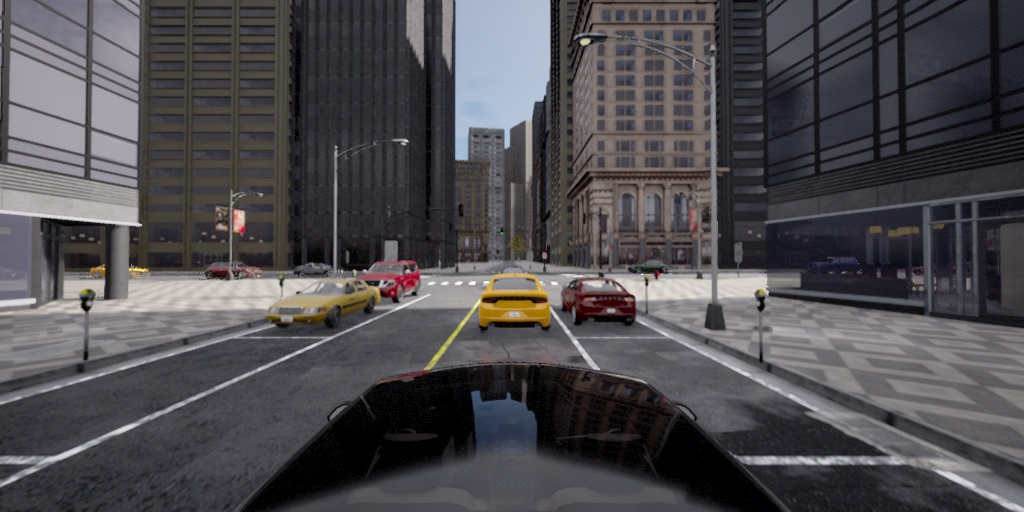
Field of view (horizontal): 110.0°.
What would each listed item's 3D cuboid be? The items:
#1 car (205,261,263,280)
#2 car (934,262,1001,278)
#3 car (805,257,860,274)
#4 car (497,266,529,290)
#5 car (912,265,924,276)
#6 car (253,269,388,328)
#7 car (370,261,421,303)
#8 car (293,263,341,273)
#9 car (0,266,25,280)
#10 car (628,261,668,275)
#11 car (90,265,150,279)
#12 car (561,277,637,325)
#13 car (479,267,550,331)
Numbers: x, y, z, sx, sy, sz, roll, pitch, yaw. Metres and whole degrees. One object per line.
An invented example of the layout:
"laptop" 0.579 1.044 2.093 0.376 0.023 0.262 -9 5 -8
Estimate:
"car" -26.623 1.371 34.485 4.553 1.767 2.097 0 -1 0
"car" 44.224 1.303 34.542 4.902 1.511 2.128 0 -1 1
"car" 39.616 1.181 44.421 5.566 2.045 2.150 0 -1 0
"car" 0.069 1.446 25.231 2.033 1.411 5.357 0 0 0
"car" 45.055 1.457 37.782 4.718 1.301 1.895 0 -1 0
"car" -5.853 1.336 11.730 1.751 1.417 4.829 0 0 0
"car" -5.850 1.162 17.359 2.192 1.841 5.009 0 0 0
"car" -20.273 1.531 37.733 4.902 1.511 2.128 0 -1 0
"car" -50.004 1.677 34.558 4.181 1.385 1.994 0 -1 0
"car" 16.774 1.365 44.436 4.553 1.767 2.097 0 -1 0
"car" -41.192 1.599 37.750 5.008 1.535 1.882 0 -1 0
"car" 2.672 1.356 11.893 1.888 1.381 4.507 0 0 0
"car" 0.080 1.284 11.212 1.882 1.535 5.008 0 0 0
